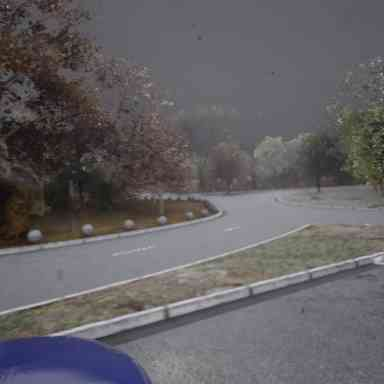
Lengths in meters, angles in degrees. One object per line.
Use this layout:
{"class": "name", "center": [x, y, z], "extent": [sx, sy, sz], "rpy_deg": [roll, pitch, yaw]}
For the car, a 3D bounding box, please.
{"class": "car", "center": [-2.356, 1.542, 1.615], "extent": [4.674, 1.442, 1.812], "rpy_deg": [0, 0, -36]}
